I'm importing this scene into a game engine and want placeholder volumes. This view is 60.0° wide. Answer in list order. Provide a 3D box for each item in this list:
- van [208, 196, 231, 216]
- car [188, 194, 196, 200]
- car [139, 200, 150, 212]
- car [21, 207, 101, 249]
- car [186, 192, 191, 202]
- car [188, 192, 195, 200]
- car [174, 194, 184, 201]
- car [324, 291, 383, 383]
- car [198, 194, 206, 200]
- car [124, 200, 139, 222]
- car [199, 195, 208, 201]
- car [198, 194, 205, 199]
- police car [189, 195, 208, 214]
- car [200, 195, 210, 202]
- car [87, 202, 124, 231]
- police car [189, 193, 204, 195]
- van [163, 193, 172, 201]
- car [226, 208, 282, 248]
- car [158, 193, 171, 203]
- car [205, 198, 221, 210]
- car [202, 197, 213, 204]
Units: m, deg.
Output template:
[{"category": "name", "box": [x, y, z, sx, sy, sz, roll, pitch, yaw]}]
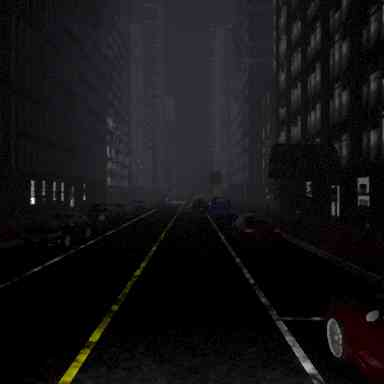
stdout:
[{"category": "van", "box": [2.690, 1.306, 31.467, 1.690, 1.788, 3.998, 0, 0, 0]}, {"category": "car", "box": [0.000, 1.315, 85.248, 1.837, 1.490, 4.892, 0, 0, 0]}, {"category": "car", "box": [-5.691, 1.538, 37.162, 1.802, 1.307, 4.206, 0, 0, 0]}, {"category": "car", "box": [-5.691, 1.541, 14.393, 2.008, 1.369, 4.403, 0, 0, 0]}, {"category": "car", "box": [0.000, 1.082, 70.277, 2.150, 2.045, 5.566, 0, 0, 0]}, {"category": "car", "box": [0.899, 1.287, 50.457, 2.097, 1.767, 4.553, 0, 0, 0]}, {"category": "car", "box": [-3.000, 1.348, 76.635, 1.837, 1.490, 4.892, 0, 0, 0]}, {"category": "car", "box": [2.689, 1.580, 3.003, 1.802, 1.307, 4.206, 0, 0, 0]}, {"category": "car", "box": [2.692, 1.289, 88.391, 1.967, 1.590, 4.097, 0, 0, 0]}, {"category": "car", "box": [-5.691, 1.525, 25.778, 2.008, 1.369, 4.403, 0, 0, 0]}, {"category": "car", "box": [2.691, 1.434, 77.007, 2.008, 1.369, 4.403, 0, 0, 0]}, {"category": "car", "box": [2.691, 1.271, 94.083, 1.967, 1.590, 4.097, 0, 0, 0]}, {"category": "police car", "box": [0.900, 1.386, 34.596, 1.930, 1.638, 5.238, 0, 0, 0]}, {"category": "car", "box": [2.691, 1.448, 71.314, 2.008, 1.369, 4.403, 0, 0, 0]}, {"category": "car", "box": [-5.691, 1.423, 20.086, 1.967, 1.590, 4.097, 0, 0, 0]}, {"category": "police car", "box": [0.900, 1.371, 44.596, 1.930, 1.638, 5.238, 0, 0, 0]}, {"category": "van", "box": [-5.689, 1.224, 77.010, 1.690, 1.788, 3.998, 0, 0, 0]}, {"category": "car", "box": [2.690, 1.572, 14.391, 1.802, 1.307, 4.206, 0, 0, 0]}, {"category": "car", "box": [-5.690, 1.461, 65.625, 2.008, 1.369, 4.403, 0, 0, 0]}, {"category": "car", "box": [2.690, 1.529, 42.852, 1.802, 1.307, 4.206, 0, 0, 0]}, {"category": "car", "box": [2.691, 1.503, 59.929, 1.802, 1.307, 4.206, 0, 0, 0]}]
